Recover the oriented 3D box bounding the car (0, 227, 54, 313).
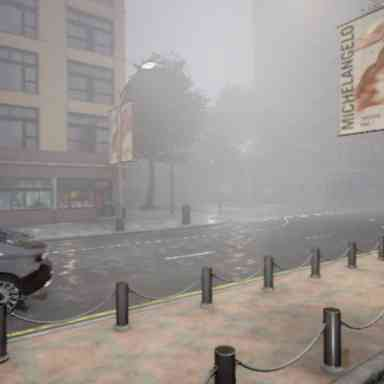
[{"bbox_3d":[-5.089,1.500,5.863,4.902,1.511,2.128,0,0,-35],"label":"car"}]

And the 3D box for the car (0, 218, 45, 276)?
[{"bbox_3d":[-6.513,1.565,9.145,4.181,1.385,1.994,-1,0,-35],"label":"car"}]
